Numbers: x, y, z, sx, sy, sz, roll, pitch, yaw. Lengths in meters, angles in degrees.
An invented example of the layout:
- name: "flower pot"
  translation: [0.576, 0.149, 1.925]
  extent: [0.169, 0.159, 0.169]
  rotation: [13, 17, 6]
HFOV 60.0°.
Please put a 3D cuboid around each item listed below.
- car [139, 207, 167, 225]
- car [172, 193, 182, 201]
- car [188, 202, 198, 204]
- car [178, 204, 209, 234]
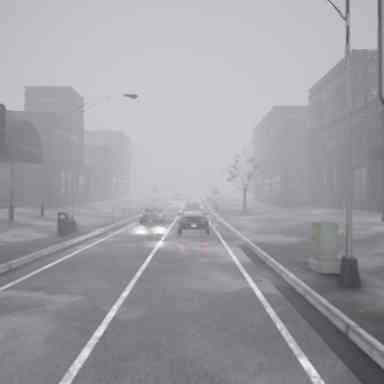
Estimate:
- name: "car"
  translation: [-3.099, 1.868, 27.070]
  extent: [1.895, 1.301, 4.718]
  rotation: [0, -1, 0]
- name: "car"
  translation: [-3.007, 1.014, 67.579]
  extent: [2.033, 1.411, 5.357]
  rotation: [0, 3, 0]
- name: "car"
  translation: [0.097, 1.876, 38.741]
  extent: [1.994, 1.385, 4.181]
  rotation: [0, 0, 0]
- name: "car"
  translation: [0.099, 1.718, 20.712]
  extent: [1.812, 1.442, 4.674]
  rotation: [0, -1, 0]
